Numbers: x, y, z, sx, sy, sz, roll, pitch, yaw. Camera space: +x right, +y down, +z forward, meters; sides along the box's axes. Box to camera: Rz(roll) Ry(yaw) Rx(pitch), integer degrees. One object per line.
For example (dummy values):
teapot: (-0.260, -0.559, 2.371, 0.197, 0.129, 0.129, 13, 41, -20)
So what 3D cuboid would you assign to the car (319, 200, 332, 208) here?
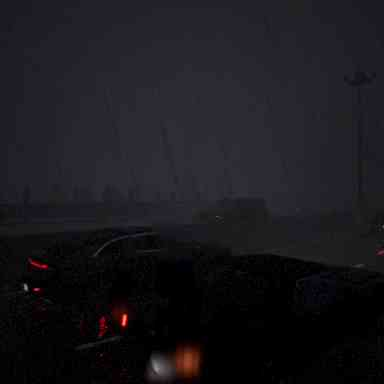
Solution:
car: (24.540, 2.184, 61.042, 1.994, 1.385, 4.181, 0, -1, 26)

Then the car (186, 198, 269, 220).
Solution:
car: (2.519, 1.386, 20.226, 5.566, 2.045, 2.150, 1, -1, -45)

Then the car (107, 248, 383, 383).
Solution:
car: (1.376, 1.641, 5.016, 4.718, 1.301, 1.895, 1, -1, -38)

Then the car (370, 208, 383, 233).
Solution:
car: (12.340, 1.701, 20.249, 1.837, 1.490, 4.892, 0, 0, 42)

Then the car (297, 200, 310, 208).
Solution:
car: (20.300, 2.163, 60.354, 2.033, 1.411, 5.357, 0, -1, 27)

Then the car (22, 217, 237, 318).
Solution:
car: (-1.111, 1.541, 7.556, 4.902, 1.511, 2.128, 1, 0, -38)

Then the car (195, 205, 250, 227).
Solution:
car: (2.351, 1.772, 25.129, 1.994, 1.385, 4.181, 0, -1, 43)

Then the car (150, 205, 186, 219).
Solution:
car: (-1.200, 1.732, 26.430, 1.812, 1.442, 4.674, 0, -1, 44)

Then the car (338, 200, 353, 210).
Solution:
car: (24.877, 2.028, 53.874, 1.882, 1.535, 5.008, 0, -1, 27)
